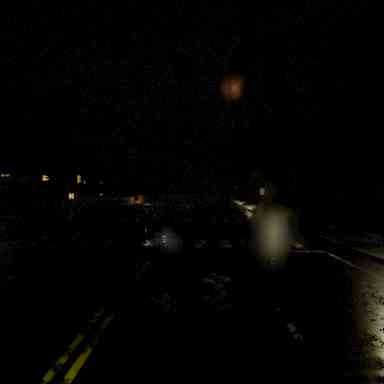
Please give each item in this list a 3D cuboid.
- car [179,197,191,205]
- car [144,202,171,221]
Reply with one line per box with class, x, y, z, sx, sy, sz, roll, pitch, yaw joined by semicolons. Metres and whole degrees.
car;-1.182;1.565;59.649;2.128;1.511;4.902;0;0;4
car;-2.767;1.549;27.654;1.812;1.442;4.674;0;0;2
